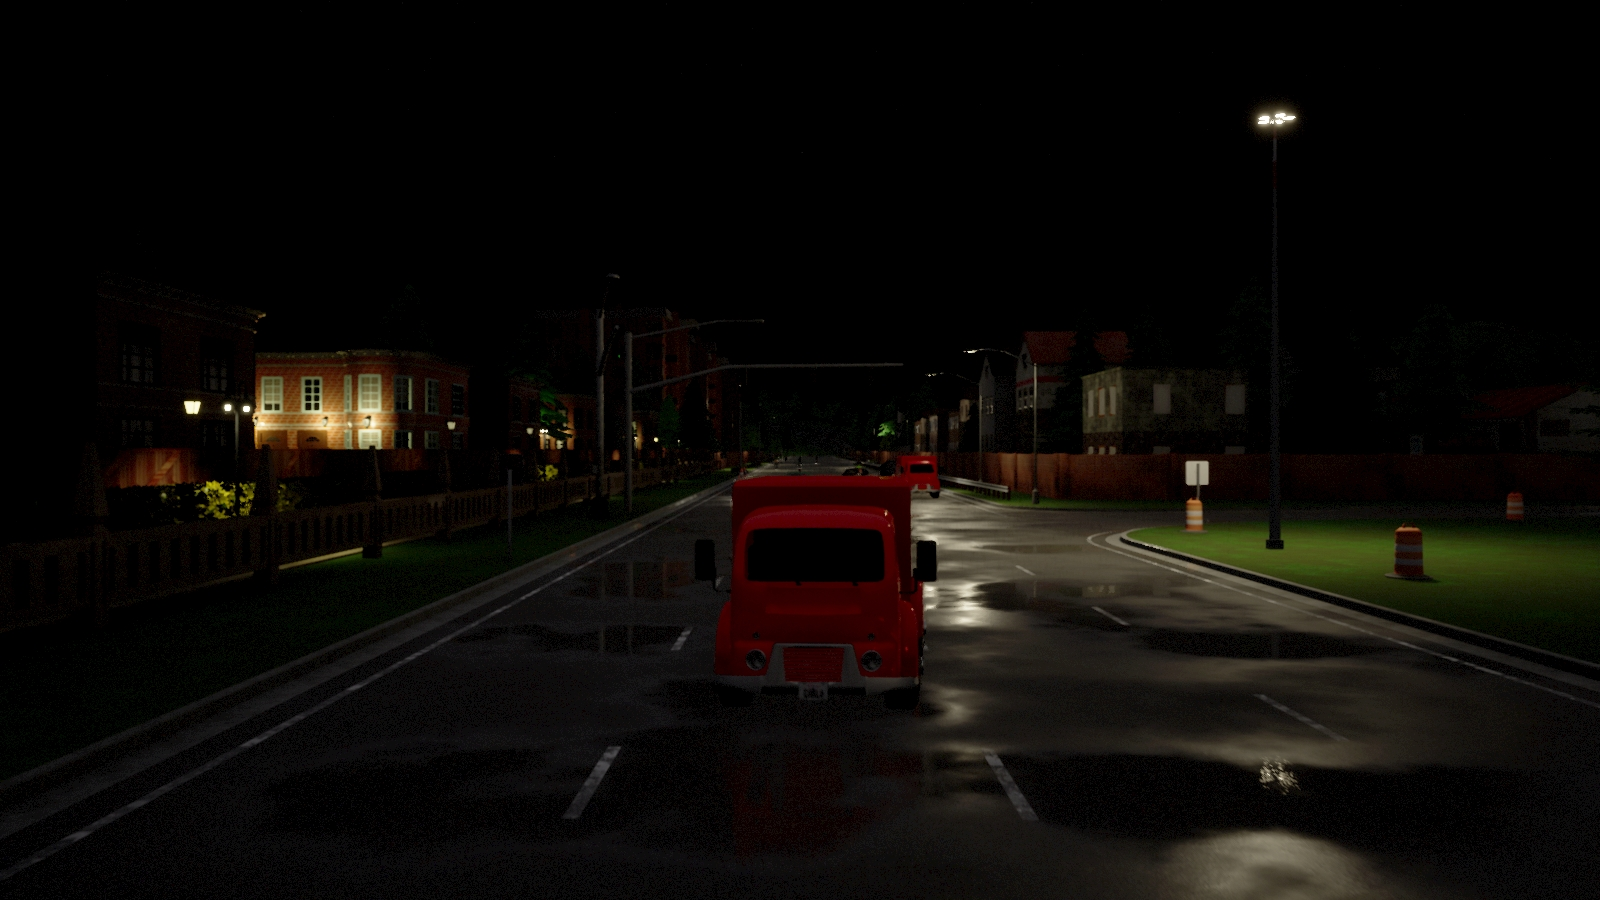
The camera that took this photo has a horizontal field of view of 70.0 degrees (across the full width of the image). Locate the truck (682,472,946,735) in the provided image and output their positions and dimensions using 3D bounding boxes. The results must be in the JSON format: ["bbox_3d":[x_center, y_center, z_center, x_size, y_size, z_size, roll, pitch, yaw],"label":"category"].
[{"bbox_3d":[0.283,1.568,13.950,2.627,2.467,5.204,0,0,3],"label":"truck"}]
